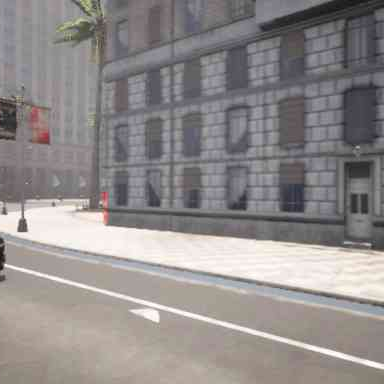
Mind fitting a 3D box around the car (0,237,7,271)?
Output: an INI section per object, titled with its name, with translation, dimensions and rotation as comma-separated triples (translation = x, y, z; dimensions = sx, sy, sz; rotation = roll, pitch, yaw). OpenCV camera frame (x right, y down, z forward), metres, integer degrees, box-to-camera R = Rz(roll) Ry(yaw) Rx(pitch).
[car]
translation = -6.950, 1.436, 9.124
dimensions = 5.008, 1.535, 1.882
rotation = 1, 0, 39
